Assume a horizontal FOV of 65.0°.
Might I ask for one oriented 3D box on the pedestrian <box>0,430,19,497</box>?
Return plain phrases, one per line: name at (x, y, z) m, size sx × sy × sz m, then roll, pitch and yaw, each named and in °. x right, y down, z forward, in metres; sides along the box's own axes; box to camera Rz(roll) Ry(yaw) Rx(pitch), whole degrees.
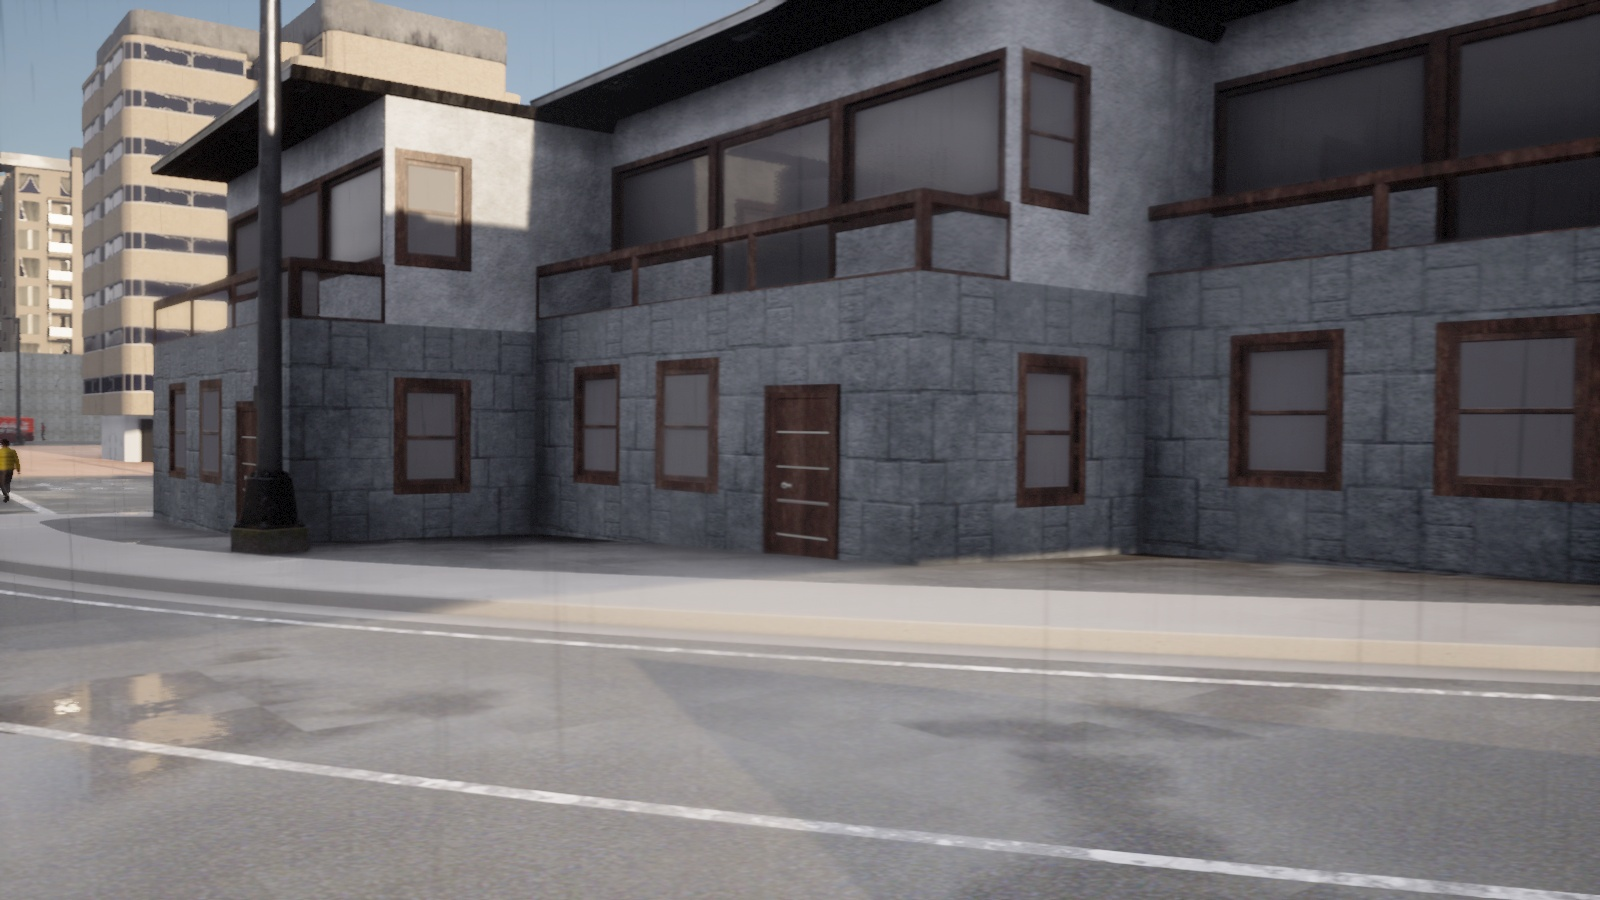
pedestrian at (-22.094, 0.364, 35.008) m, size 0.431 × 1.840 × 0.709 m, roll 0°, pitch 1°, yaw -42°
